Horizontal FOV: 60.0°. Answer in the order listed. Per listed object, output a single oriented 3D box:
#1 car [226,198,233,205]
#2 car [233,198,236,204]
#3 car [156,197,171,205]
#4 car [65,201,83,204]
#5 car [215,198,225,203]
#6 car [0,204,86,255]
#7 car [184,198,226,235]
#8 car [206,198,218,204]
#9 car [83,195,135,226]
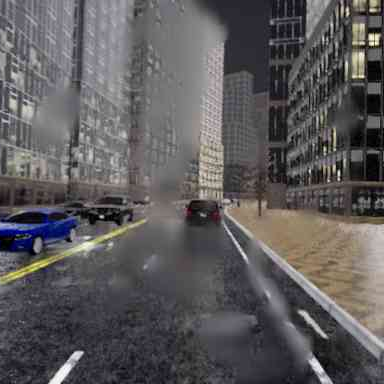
[{"bbox_3d":[8.440,2.397,83.644,1.812,1.442,4.674,1,0,15],"label":"car"},{"bbox_3d":[11.232,2.470,93.349,1.837,1.490,4.892,1,0,18],"label":"car"},{"bbox_3d":[-4.214,1.537,50.093,1.812,1.442,4.674,2,0,6],"label":"car"},{"bbox_3d":[-8.940,1.440,25.663,1.882,1.535,5.008,2,-1,2],"label":"car"},{"bbox_3d":[7.883,2.459,93.518,1.895,1.301,4.718,1,0,18],"label":"car"},{"bbox_3d":[-6.193,1.415,13.226,1.882,1.535,5.008,2,0,2],"label":"car"},{"bbox_3d":[0.715,1.426,20.860,2.150,2.045,5.566,2,0,2],"label":"car"},{"bbox_3d":[5.064,2.284,83.566,1.837,1.490,4.892,1,0,15],"label":"car"},{"bbox_3d":[-5.737,1.264,24.360,2.150,2.045,5.566,2,0,2],"label":"car"}]
